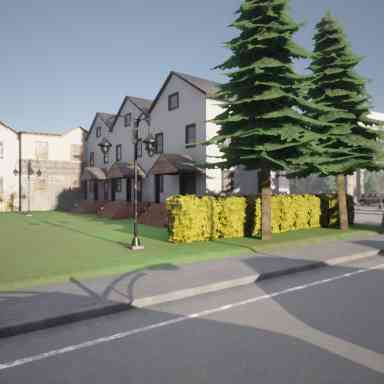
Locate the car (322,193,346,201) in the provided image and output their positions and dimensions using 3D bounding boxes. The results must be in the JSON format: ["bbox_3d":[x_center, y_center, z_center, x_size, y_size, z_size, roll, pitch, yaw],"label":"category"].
[{"bbox_3d":[31.817,1.097,74.527,1.932,1.855,4.605,0,0,-36],"label":"car"}]

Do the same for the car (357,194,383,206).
[{"bbox_3d":[26.957,1.097,49.072,1.932,1.855,4.605,0,0,-36],"label":"car"}]
